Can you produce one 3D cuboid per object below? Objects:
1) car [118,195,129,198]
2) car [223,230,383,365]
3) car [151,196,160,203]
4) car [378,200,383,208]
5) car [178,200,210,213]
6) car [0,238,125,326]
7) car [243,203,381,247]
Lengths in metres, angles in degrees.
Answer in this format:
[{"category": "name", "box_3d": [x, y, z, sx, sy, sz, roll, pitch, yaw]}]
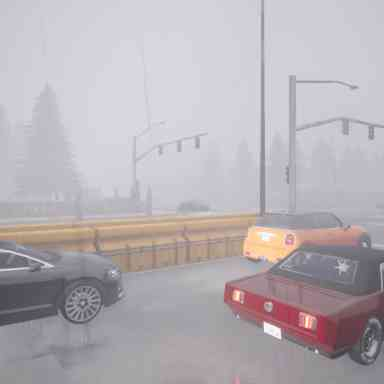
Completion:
[{"category": "car", "box_3d": [-11.004, 1.351, 53.419, 2.097, 1.767, 4.553, 0, 0, -36]}, {"category": "car", "box_3d": [2.904, 1.601, 5.823, 4.718, 1.301, 1.895, 0, 0, -36]}, {"category": "car", "box_3d": [-7.972, 1.514, 70.211, 2.033, 1.411, 5.357, 0, 0, -2]}, {"category": "car", "box_3d": [26.720, 1.547, 44.591, 5.357, 1.411, 2.033, 0, 0, -36]}, {"category": "car", "box_3d": [0.190, 1.564, 37.662, 1.994, 1.385, 4.181, 0, 0, -35]}, {"category": "car", "box_3d": [-3.560, 1.492, 5.498, 4.902, 1.511, 2.128, 0, 0, -36]}, {"category": "car", "box_3d": [3.854, 1.352, 10.803, 4.553, 1.767, 2.097, 0, 0, -36]}]
